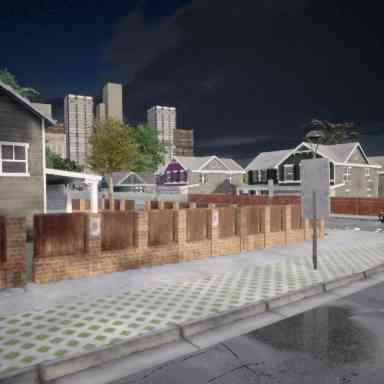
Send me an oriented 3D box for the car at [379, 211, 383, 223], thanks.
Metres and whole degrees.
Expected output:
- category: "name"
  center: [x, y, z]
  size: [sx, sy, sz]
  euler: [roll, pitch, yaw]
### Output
- category: "car"
  center: [14.103, 1.471, 20.795]
  size: [4.181, 1.385, 1.994]
  euler: [0, 2, 16]
